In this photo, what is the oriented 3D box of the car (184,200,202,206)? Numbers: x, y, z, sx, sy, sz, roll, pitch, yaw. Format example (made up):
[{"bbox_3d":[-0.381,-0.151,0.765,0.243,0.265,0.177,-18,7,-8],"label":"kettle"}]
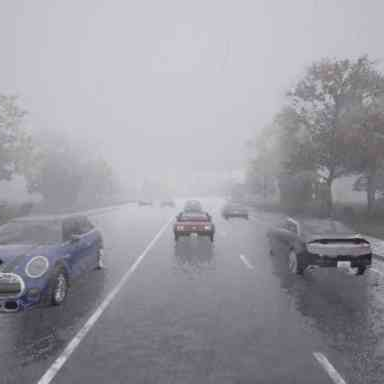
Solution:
[{"bbox_3d":[0.098,1.568,35.504,2.033,1.411,5.357,0,0,0],"label":"car"}]

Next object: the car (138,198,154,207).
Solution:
[{"bbox_3d":[-7.066,1.594,51.508,1.994,1.385,4.181,0,0,0],"label":"car"}]

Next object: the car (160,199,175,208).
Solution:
[{"bbox_3d":[-3.583,1.629,49.030,1.895,1.301,4.718,0,0,0],"label":"car"}]

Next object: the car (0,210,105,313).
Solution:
[{"bbox_3d":[-3.601,1.357,7.914,2.097,1.767,4.553,0,0,0],"label":"car"}]

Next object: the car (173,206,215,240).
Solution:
[{"bbox_3d":[0.098,1.611,16.915,1.895,1.301,4.718,0,0,0],"label":"car"}]

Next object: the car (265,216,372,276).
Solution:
[{"bbox_3d":[3.600,1.497,10.308,2.128,1.511,4.902,0,0,0],"label":"car"}]

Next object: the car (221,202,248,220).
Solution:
[{"bbox_3d":[3.598,1.580,28.696,1.994,1.385,4.181,0,0,0],"label":"car"}]
